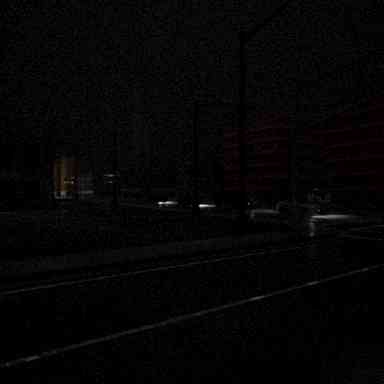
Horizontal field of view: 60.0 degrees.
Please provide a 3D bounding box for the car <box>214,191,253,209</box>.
[{"bbox_3d":[4.972,0.950,40.670,2.150,2.045,5.566,0,1,-35],"label":"car"}]

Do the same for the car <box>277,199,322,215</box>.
[{"bbox_3d":[10.446,1.393,32.665,1.812,1.442,4.674,0,1,-34],"label":"car"}]

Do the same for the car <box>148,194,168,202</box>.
[{"bbox_3d":[-5.832,0.956,56.465,1.994,1.385,4.181,0,1,-34],"label":"car"}]

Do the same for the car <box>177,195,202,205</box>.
[{"bbox_3d":[-0.379,1.126,48.481,1.994,1.385,4.181,0,1,-34],"label":"car"}]
